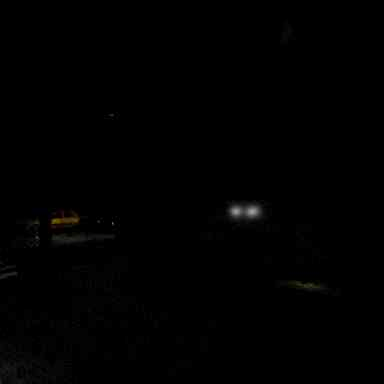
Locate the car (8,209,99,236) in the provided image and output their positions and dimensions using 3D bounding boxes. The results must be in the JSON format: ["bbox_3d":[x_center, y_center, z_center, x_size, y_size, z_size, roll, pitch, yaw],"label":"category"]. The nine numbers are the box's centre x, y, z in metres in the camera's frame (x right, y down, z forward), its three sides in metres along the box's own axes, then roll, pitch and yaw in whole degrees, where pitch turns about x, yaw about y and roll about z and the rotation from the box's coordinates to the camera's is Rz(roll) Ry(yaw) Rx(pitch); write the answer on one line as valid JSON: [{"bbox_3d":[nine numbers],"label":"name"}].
[{"bbox_3d":[-8.188,1.681,19.693,1.752,1.417,4.829,-1,-1,36],"label":"car"}]

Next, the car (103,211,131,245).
[{"bbox_3d":[-1.566,1.630,15.157,1.947,1.339,4.313,-1,-1,36],"label":"car"}]

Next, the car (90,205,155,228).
[{"bbox_3d":[-4.941,1.710,24.234,2.008,1.369,4.403,-1,-1,36],"label":"car"}]

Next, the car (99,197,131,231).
[{"bbox_3d":[-3.791,1.351,21.483,2.150,2.045,5.566,-1,0,36],"label":"car"}]
